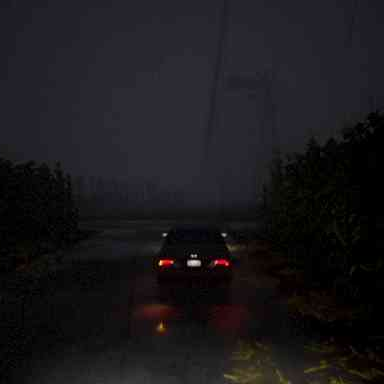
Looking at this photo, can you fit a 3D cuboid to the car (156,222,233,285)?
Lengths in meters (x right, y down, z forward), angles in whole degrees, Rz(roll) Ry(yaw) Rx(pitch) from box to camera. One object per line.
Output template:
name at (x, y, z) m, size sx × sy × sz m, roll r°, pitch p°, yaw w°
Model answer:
car at (0.068, 1.596, 9.701) m, size 2.033 × 1.411 × 5.357 m, roll 0°, pitch 0°, yaw 1°
